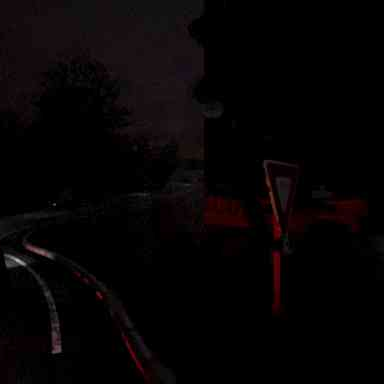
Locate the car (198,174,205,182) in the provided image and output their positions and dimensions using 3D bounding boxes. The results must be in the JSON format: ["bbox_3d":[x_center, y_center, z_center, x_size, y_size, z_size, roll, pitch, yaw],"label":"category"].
[{"bbox_3d":[2.275,-2.923,68.266,1.882,1.535,5.008,0,5,5],"label":"car"}]

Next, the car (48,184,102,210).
[{"bbox_3d":[-10.960,0.446,31.530,2.150,2.045,5.566,0,6,23],"label":"car"}]

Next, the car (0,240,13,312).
[{"bbox_3d":[-5.060,1.545,7.132,1.837,1.490,4.892,0,0,-32],"label":"car"}]

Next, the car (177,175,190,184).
[{"bbox_3d":[-1.572,-2.384,63.331,1.837,1.490,4.892,0,5,8],"label":"car"}]

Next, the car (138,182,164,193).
[{"bbox_3d":[-5.602,-0.713,46.095,2.033,1.411,5.357,0,5,16],"label":"car"}]
